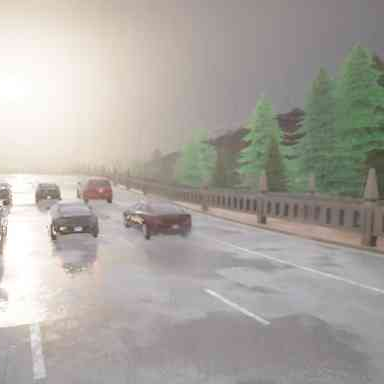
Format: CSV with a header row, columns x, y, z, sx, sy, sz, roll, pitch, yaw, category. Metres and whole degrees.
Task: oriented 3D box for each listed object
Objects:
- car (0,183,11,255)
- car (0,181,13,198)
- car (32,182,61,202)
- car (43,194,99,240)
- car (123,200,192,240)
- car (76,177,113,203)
x,y,z,sx,sy,sz,roll,pitch,yaw,category
-7.609,0.904,11.394,2.150,2.045,5.566,0,3,-27,car
-15.200,-0.152,26.065,1.882,1.535,5.008,0,5,-27,car
-11.912,-0.090,27.319,1.837,1.490,4.892,0,6,-27,car
-5.374,1.094,14.732,1.812,1.442,4.674,0,4,-27,car
-1.763,1.107,15.347,1.882,1.535,5.008,0,3,-27,car
-8.141,-0.243,27.616,2.150,2.045,5.566,0,6,-27,car
